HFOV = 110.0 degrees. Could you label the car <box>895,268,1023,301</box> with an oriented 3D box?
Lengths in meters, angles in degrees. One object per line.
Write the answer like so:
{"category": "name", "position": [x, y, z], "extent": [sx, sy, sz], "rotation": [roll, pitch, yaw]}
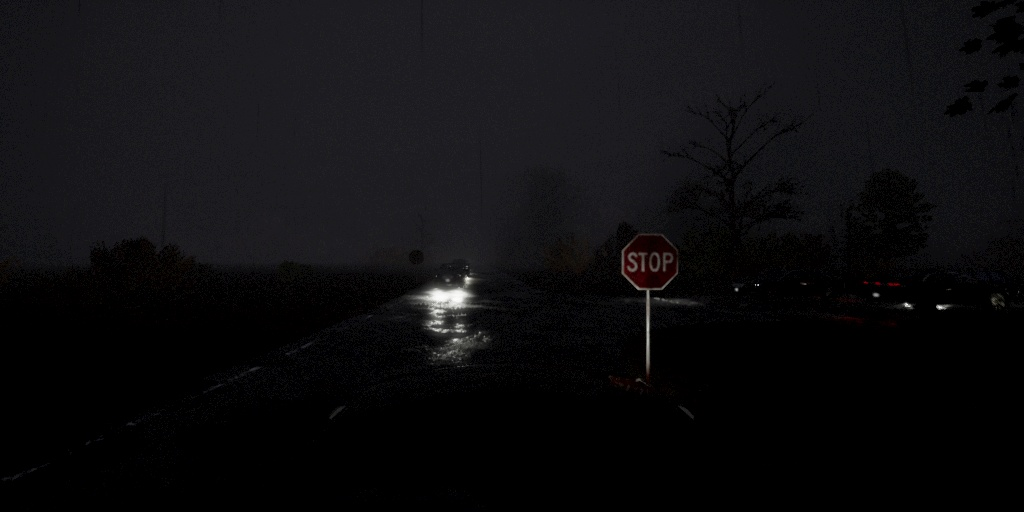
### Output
{"category": "car", "position": [22.515, 1.345, 17.776], "extent": [5.357, 1.411, 2.033], "rotation": [0, 0, -7]}

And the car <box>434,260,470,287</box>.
{"category": "car", "position": [-4.139, 1.236, 24.383], "extent": [2.128, 1.511, 4.902], "rotation": [0, 0, -5]}

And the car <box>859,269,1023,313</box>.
{"category": "car", "position": [16.170, 1.270, 13.828], "extent": [4.902, 1.511, 2.128], "rotation": [0, 0, -7]}

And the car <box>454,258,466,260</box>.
{"category": "car", "position": [-5.266, 1.093, 35.762], "extent": [2.097, 1.767, 4.553], "rotation": [0, 0, -7]}

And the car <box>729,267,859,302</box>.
{"category": "car", "position": [12.675, 1.271, 16.629], "extent": [4.902, 1.511, 2.128], "rotation": [0, 0, -7]}
